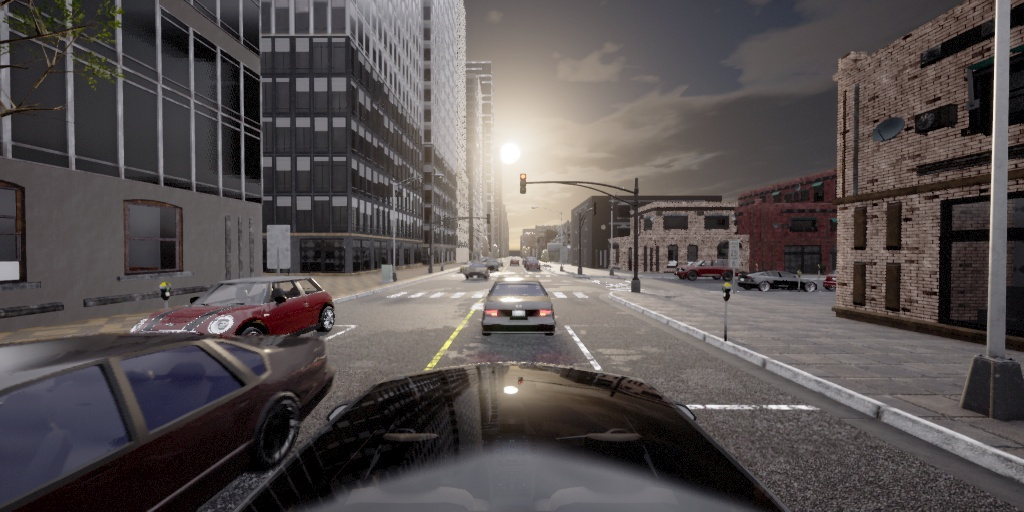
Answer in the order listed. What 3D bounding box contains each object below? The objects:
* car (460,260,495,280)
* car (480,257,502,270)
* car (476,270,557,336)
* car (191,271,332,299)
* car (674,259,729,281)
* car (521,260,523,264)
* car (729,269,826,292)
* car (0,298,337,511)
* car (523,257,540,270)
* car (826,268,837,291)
[{"bbox_3d":[-2.903,1.290,31.120,2.033,1.411,5.357,0,0,0],"label":"car"},{"bbox_3d":[-2.796,1.094,46.605,2.097,1.767,4.553,0,0,0],"label":"car"},{"bbox_3d":[0.158,1.295,10.350,2.033,1.411,5.357,0,0,0],"label":"car"},{"bbox_3d":[-5.654,1.188,7.786,1.967,1.591,4.097,0,0,0],"label":"car"},{"bbox_3d":[16.713,1.164,30.889,5.009,1.841,2.192,0,0,1],"label":"car"},{"bbox_3d":[3.099,1.051,62.553,2.192,1.841,5.009,0,0,0],"label":"car"},{"bbox_3d":[16.550,1.546,22.512,4.313,1.339,1.948,0,0,1],"label":"car"},{"bbox_3d":[-3.100,1.297,2.088,2.033,1.411,5.357,0,0,0],"label":"car"},{"bbox_3d":[3.023,1.178,51.265,1.967,1.591,4.097,0,0,0],"label":"car"},{"bbox_3d":[22.097,1.473,22.403,4.097,1.591,1.967,0,0,1],"label":"car"}]
